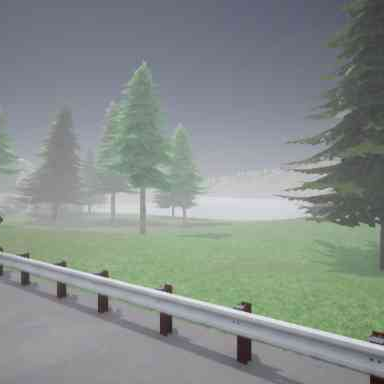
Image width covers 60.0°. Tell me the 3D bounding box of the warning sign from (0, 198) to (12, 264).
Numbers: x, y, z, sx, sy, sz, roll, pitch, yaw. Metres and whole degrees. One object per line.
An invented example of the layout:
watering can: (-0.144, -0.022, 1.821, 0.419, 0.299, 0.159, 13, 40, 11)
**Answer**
warning sign: (-6.092, 1.112, 9.552, 1.060, 1.860, 1.300, 0, 0, 38)
